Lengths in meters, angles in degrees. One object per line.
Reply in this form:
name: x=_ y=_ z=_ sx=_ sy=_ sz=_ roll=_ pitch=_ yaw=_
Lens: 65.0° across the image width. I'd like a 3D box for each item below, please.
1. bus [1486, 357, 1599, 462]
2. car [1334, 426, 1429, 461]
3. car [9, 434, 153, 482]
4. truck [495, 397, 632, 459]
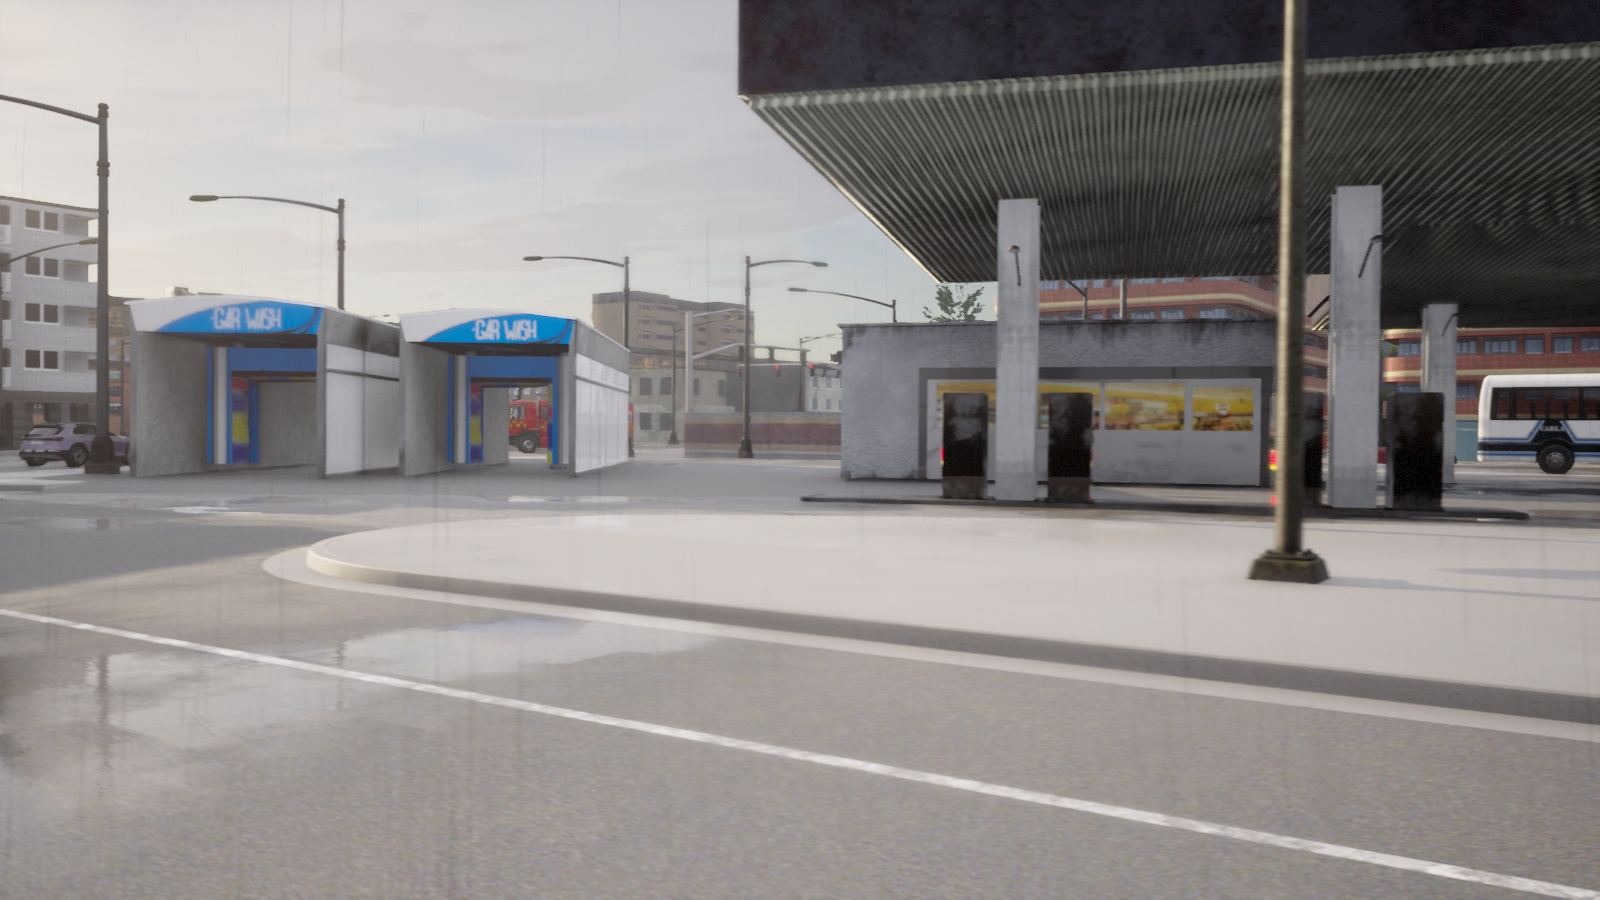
bus: x=34.275 y=-1.662 z=51.752 sx=10.273 sy=4.253 sz=3.944 roll=0 pitch=1 yaw=32
car: x=26.308 y=-0.304 z=56.836 sx=3.705 sy=1.549 sz=1.789 roll=0 pitch=1 yaw=32
car: x=-26.487 y=0.267 z=46.488 sx=2.033 sy=1.649 sz=4.856 roll=-1 pitch=1 yaw=9
truck: x=-15.292 y=-1.422 z=81.005 sx=8.468 sy=3.827 sz=2.891 roll=-1 pitch=1 yaw=-15
